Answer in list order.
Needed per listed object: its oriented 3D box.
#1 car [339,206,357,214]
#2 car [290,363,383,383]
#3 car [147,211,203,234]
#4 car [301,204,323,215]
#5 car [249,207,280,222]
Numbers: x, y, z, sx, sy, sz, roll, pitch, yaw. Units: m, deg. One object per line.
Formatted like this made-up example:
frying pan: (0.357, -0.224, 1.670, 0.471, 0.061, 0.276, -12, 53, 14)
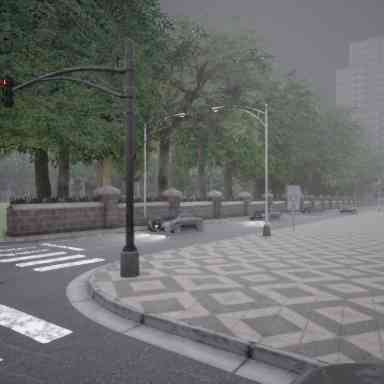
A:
car: (25.180, 2.845, 53.470, 1.895, 1.301, 4.718, 0, -1, 36)
car: (2.380, 1.551, 1.263, 4.403, 1.369, 2.008, 0, 0, 36)
car: (-1.023, 1.947, 21.965, 1.994, 1.385, 4.181, 0, -1, 35)
car: (17.335, 2.395, 47.734, 2.033, 1.411, 5.357, 0, -1, 35)
car: (7.481, 2.254, 33.970, 1.994, 1.385, 4.181, 0, -1, 35)
